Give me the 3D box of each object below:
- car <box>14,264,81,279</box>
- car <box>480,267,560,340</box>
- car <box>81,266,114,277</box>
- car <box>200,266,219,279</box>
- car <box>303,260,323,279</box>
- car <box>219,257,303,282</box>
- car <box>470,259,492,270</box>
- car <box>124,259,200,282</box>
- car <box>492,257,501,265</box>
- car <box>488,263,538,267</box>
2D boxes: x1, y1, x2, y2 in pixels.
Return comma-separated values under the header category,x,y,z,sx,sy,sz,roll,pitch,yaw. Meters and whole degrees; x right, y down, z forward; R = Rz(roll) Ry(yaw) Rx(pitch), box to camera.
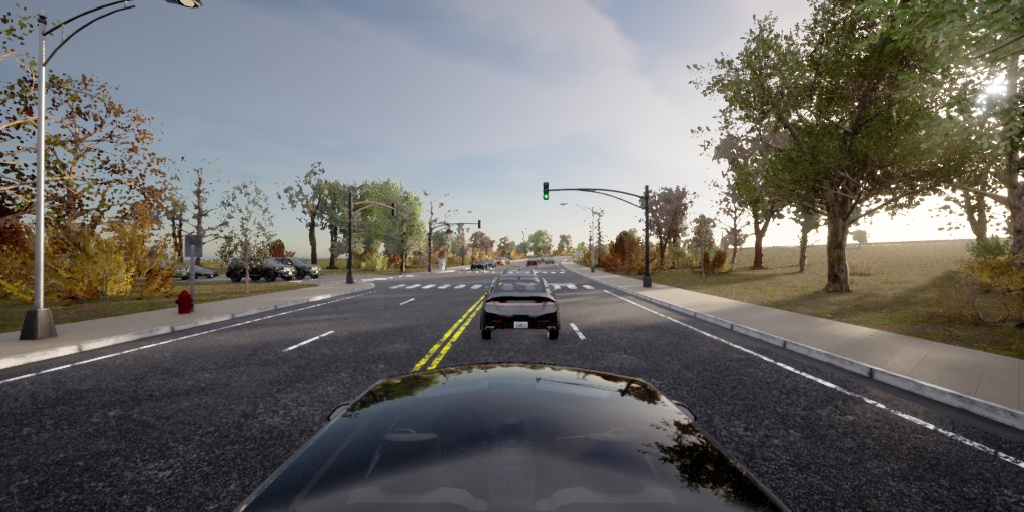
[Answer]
category,x,y,z,sx,sy,sz,roll,pitch,yaw
car,-44.866,1.500,34.500,4.553,1.767,2.097,-1,-1,11
car,0.200,1.242,10.003,2.128,1.511,4.902,0,0,0
car,-44.631,1.724,37.756,5.357,1.411,2.033,0,-1,10
car,-31.904,1.597,35.461,5.357,1.411,2.033,-1,-1,10
car,-20.634,1.152,33.452,5.566,2.045,2.150,-1,-1,10
car,-21.118,1.124,30.236,5.566,2.045,2.150,-1,-1,10
car,-4.489,1.303,49.825,1.895,1.301,4.718,0,0,6
car,-31.602,1.235,32.110,5.566,2.045,2.150,-1,-1,10
car,-3.622,1.228,59.463,2.033,1.411,5.357,0,0,5
car,0.309,1.241,15.713,2.128,1.511,4.902,0,0,2
